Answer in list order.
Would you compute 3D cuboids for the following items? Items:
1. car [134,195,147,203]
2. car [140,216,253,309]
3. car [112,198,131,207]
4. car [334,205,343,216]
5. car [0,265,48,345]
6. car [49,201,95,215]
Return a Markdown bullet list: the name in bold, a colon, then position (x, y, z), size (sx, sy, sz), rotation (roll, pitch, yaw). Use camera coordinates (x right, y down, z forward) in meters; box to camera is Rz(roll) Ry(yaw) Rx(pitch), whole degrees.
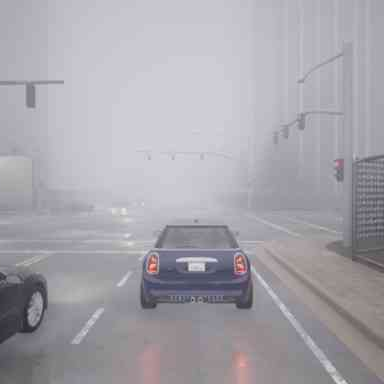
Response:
- **car**: position (-10.356, 1.387, 67.249), size (2.097, 1.767, 4.553), rotation (0, 0, 0)
- **car**: position (0.096, 1.351, 8.027), size (2.097, 1.767, 4.553), rotation (0, 0, 0)
- **car**: position (-10.479, 1.596, 49.472), size (1.895, 1.301, 4.718), rotation (0, 0, 0)
- **car**: position (15.305, 1.419, 29.738), size (5.008, 1.535, 1.882), rotation (0, 0, 0)
- **car**: position (-3.431, 1.504, 3.903), size (1.837, 1.490, 4.892), rotation (0, 0, 0)
- **car**: position (-11.914, 1.582, 33.241), size (1.895, 1.301, 4.718), rotation (0, -1, 23)
